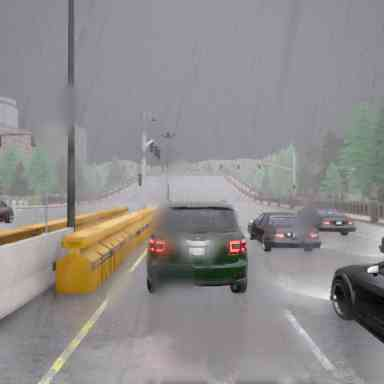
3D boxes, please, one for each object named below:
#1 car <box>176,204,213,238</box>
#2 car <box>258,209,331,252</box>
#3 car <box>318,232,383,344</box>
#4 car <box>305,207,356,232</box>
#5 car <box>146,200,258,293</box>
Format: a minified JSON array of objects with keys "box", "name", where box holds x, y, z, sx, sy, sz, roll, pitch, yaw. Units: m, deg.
[{"box":[0.127,1.505,18.838,1.837,1.490,4.892,0,0,0],"name":"car"},{"box":[3.622,1.547,13.945,2.033,1.411,5.357,0,0,0],"name":"car"},{"box":[3.610,1.564,4.670,1.994,1.385,4.181,0,0,0],"name":"car"},{"box":[7.125,1.547,18.608,2.033,1.411,5.357,0,0,0],"name":"car"},{"box":[0.114,1.222,8.987,2.150,2.045,5.566,0,0,0],"name":"car"}]
